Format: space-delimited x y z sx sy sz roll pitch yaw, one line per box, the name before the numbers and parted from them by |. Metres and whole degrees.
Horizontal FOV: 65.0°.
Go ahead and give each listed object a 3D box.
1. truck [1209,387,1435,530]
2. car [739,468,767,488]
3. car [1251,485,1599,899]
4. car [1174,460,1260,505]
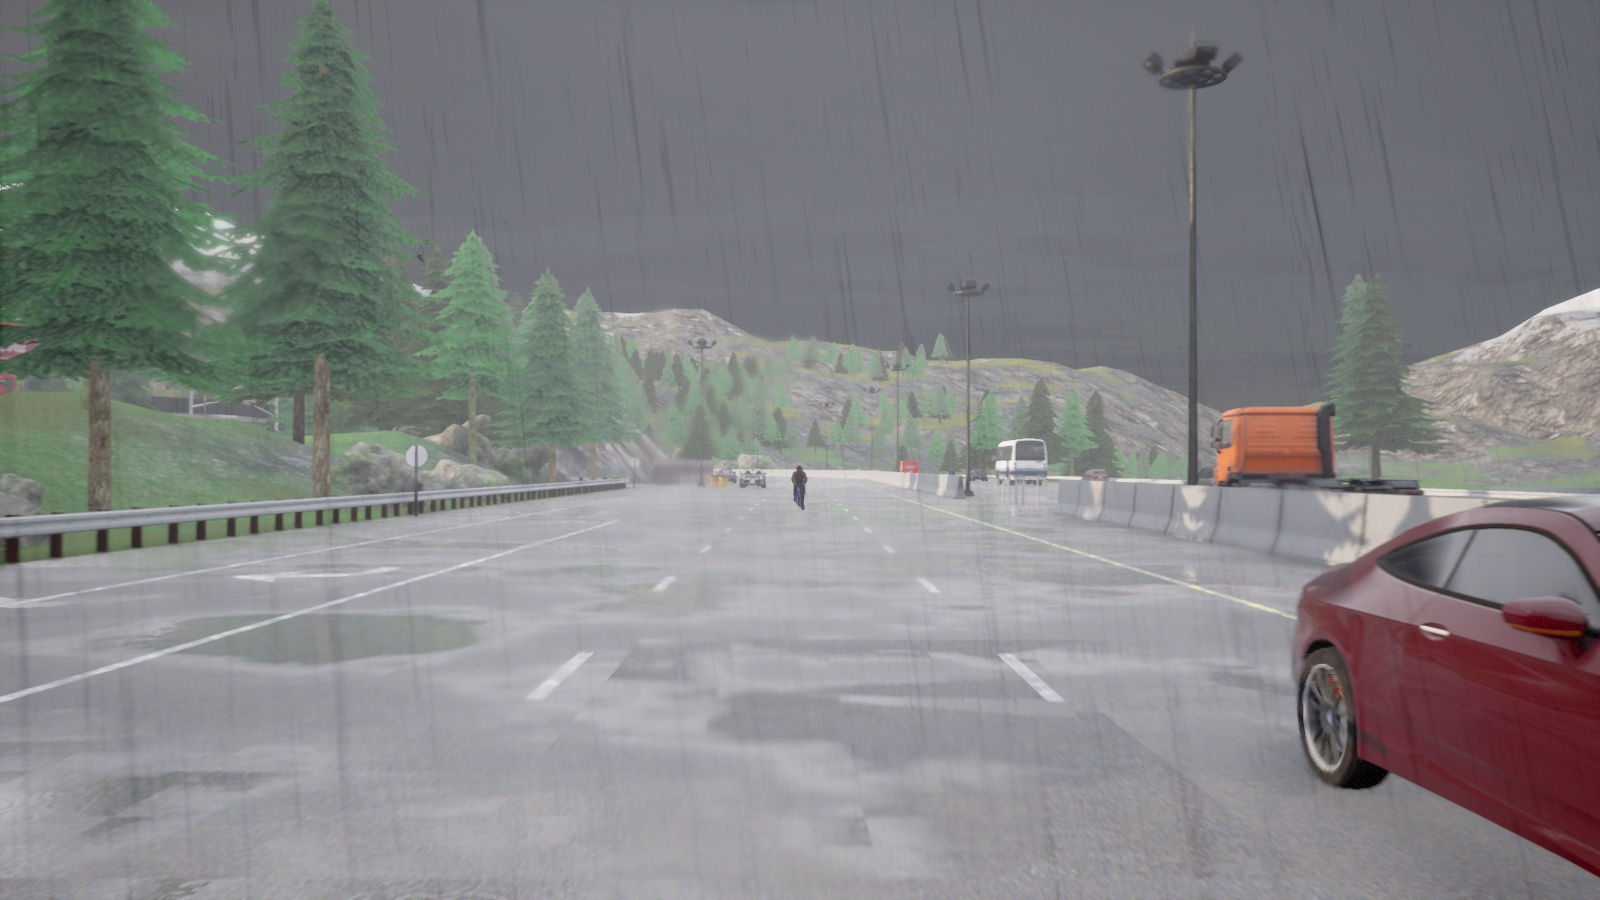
truck | 13.972 0.258 34.496 2.891 3.462 7.936 0 -1 0
car | -3.500 2.115 94.304 1.970 1.475 3.806 0 -1 0
car | 3.488 0.890 4.826 1.812 1.442 4.674 0 -1 0
car | 17.483 1.343 52.932 2.097 1.767 4.553 0 -1 0
